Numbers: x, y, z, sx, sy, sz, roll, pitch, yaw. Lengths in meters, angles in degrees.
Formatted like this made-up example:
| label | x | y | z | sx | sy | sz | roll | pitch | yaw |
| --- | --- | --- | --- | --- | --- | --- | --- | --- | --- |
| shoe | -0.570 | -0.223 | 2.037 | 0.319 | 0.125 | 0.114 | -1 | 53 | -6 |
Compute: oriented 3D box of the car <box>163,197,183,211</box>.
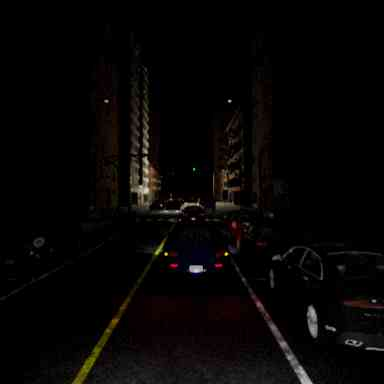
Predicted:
| label | x | y | z | sx | sy | sz | roll | pitch | yaw |
| --- | --- | --- | --- | --- | --- | --- | --- | --- | --- |
| car | -2.816 | 1.956 | 49.950 | 1.882 | 1.535 | 5.008 | 0 | -1 | 0 |

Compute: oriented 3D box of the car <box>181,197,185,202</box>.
| label | x | y | z | sx | sy | sz | roll | pitch | yaw |
| --- | --- | --- | --- | --- | --- | --- | --- | --- | --- |
| car | -2.773 | 2.120 | 59.855 | 2.033 | 1.411 | 5.357 | 0 | -1 | 1 |

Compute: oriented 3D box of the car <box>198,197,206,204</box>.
| label | x | y | z | sx | sy | sz | roll | pitch | yaw |
| --- | --- | --- | --- | --- | --- | --- | --- | --- | --- |
| car | 2.675 | 2.282 | 89.716 | 1.967 | 1.590 | 4.097 | 0 | -1 | 0 |

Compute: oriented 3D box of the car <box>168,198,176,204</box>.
| label | x | y | z | sx | sy | sz | roll | pitch | yaw |
| --- | --- | --- | --- | --- | --- | --- | --- | --- | --- |
| car | -5.350 | 2.409 | 89.713 | 1.947 | 1.339 | 4.313 | 0 | -1 | 0 |

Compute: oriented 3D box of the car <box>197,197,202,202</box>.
| label | x | y | z | sx | sy | sz | roll | pitch | yaw |
| --- | --- | --- | --- | --- | --- | --- | --- | --- | --- |
| car | 2.668 | 2.273 | 72.671 | 1.802 | 1.307 | 4.206 | 0 | -1 | 0 |

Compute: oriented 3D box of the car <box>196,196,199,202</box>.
| label | x | y | z | sx | sy | sz | roll | pitch | yaw |
| --- | --- | --- | --- | --- | --- | --- | --- | --- | --- |
| car | 2.670 | 2.057 | 78.355 | 2.192 | 1.841 | 5.009 | 0 | -1 | 0 |

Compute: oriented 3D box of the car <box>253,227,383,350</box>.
| label | x | y | z | sx | sy | sz | roll | pitch | yaw |
| --- | --- | --- | --- | --- | --- | --- | --- | --- | --- |
| car | 2.638 | 1.612 | 6.311 | 2.008 | 1.369 | 4.403 | 0 | -1 | 0 |

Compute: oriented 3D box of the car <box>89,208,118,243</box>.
| label | x | y | z | sx | sy | sz | roll | pitch | yaw |
| --- | --- | --- | --- | --- | --- | --- | --- | --- | --- |
| car | -5.382 | 1.692 | 17.174 | 1.752 | 1.417 | 4.829 | 0 | -1 | 0 |

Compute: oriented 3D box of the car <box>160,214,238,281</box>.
| label | x | y | z | sx | sy | sz | roll | pitch | yaw |
| --- | --- | --- | --- | --- | --- | --- | --- | --- | --- |
| car | 0.104 | 1.622 | 9.996 | 1.812 | 1.442 | 4.674 | 0 | 0 | 0 |

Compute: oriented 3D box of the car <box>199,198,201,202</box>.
| label | x | y | z | sx | sy | sz | roll | pitch | yaw |
| --- | --- | --- | --- | --- | --- | --- | --- | --- | --- |
| car | 2.663 | 2.169 | 61.309 | 1.802 | 1.307 | 4.206 | 0 | -1 | 0 |

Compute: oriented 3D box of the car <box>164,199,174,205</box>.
| label | x | y | z | sx | sy | sz | roll | pitch | yaw |
| --- | --- | --- | --- | --- | --- | --- | --- | --- | --- |
| car | -5.355 | 2.308 | 78.351 | 1.947 | 1.339 | 4.313 | 0 | -1 | 0 |

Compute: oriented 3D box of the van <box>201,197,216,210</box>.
| label | x | y | z | sx | sy | sz | roll | pitch | yaw |
| --- | --- | --- | --- | --- | --- | --- | --- | --- | --- |
| van | 2.657 | 1.820 | 49.950 | 1.690 | 1.788 | 3.998 | 0 | -1 | 0 |

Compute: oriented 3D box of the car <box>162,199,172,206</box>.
| label | x | y | z | sx | sy | sz | roll | pitch | yaw |
| --- | --- | --- | --- | --- | --- | --- | --- | --- | --- |
| car | -5.358 | 2.216 | 72.499 | 1.752 | 1.417 | 4.829 | 0 | -1 | 0 |

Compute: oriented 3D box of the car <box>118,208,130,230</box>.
| label | x | y | z | sx | sy | sz | roll | pitch | yaw |
| --- | --- | --- | --- | --- | --- | --- | --- | --- | --- |
| car | -5.379 | 1.772 | 22.862 | 2.008 | 1.369 | 4.403 | 0 | -1 | 0 |

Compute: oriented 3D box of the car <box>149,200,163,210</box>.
| label | x | y | z | sx | sy | sz | roll | pitch | yaw |
| --- | --- | --- | --- | --- | --- | --- | --- | --- | --- |
| car | -5.368 | 2.030 | 49.942 | 2.008 | 1.369 | 4.403 | 0 | -1 | 0 |

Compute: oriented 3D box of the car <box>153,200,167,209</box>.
| label | x | y | z | sx | sy | sz | roll | pitch | yaw |
| --- | --- | --- | --- | --- | --- | --- | --- | --- | --- |
| car | -5.365 | 2.078 | 55.624 | 1.887 | 1.381 | 4.507 | 0 | -1 | 0 |

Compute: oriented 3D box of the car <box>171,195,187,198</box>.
| label | x | y | z | sx | sy | sz | roll | pitch | yaw |
| --- | --- | --- | --- | --- | --- | --- | --- | --- | --- |
| car | -2.721 | 1.896 | 70.370 | 2.150 | 2.045 | 5.566 | 0 | -1 | 0 |

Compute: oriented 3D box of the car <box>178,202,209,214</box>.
| label | x | y | z | sx | sy | sz | roll | pitch | yaw |
| --- | --- | --- | --- | --- | --- | --- | --- | --- | --- |
| car | 0.101 | 1.776 | 25.968 | 1.812 | 1.442 | 4.674 | 0 | 0 | 0 |

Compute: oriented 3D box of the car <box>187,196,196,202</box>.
| label | x | y | z | sx | sy | sz | roll | pitch | yaw |
| --- | --- | --- | --- | --- | --- | --- | --- | --- | --- |
| car | 0.033 | 2.108 | 80.049 | 2.097 | 1.767 | 4.553 | 0 | -1 | 0 |

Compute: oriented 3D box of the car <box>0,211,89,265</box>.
| label | x | y | z | sx | sy | sz | roll | pitch | yaw |
| --- | --- | --- | --- | --- | --- | --- | --- | --- | --- |
| car | -5.384 | 1.555 | 11.827 | 1.967 | 1.590 | 4.097 | 0 | -1 | 0 |

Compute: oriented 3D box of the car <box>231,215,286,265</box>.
| label | x | y | z | sx | sy | sz | roll | pitch | yaw |
| --- | --- | --- | --- | --- | --- | --- | --- | --- | --- |
| car | 2.641 | 1.697 | 11.830 | 1.802 | 1.307 | 4.206 | 0 | -1 | 0 |

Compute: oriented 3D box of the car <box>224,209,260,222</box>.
| label | x | y | z | sx | sy | sz | roll | pitch | yaw |
| --- | --- | --- | --- | --- | --- | --- | --- | --- | --- |
| car | 2.643 | 1.608 | 17.350 | 1.967 | 1.590 | 4.097 | 0 | -1 | 0 |

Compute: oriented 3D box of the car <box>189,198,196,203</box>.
| label | x | y | z | sx | sy | sz | roll | pitch | yaw |
| --- | --- | --- | --- | --- | --- | --- | --- | --- | --- |
| car | 0.038 | 2.312 | 90.079 | 1.812 | 1.442 | 4.674 | 0 | -1 | 0 |

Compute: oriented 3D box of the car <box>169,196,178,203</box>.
| label | x | y | z | sx | sy | sz | roll | pitch | yaw |
| --- | --- | --- | --- | --- | --- | --- | --- | --- | --- |
| car | -5.347 | 2.208 | 95.397 | 2.192 | 1.841 | 5.009 | 0 | -1 | 0 |
